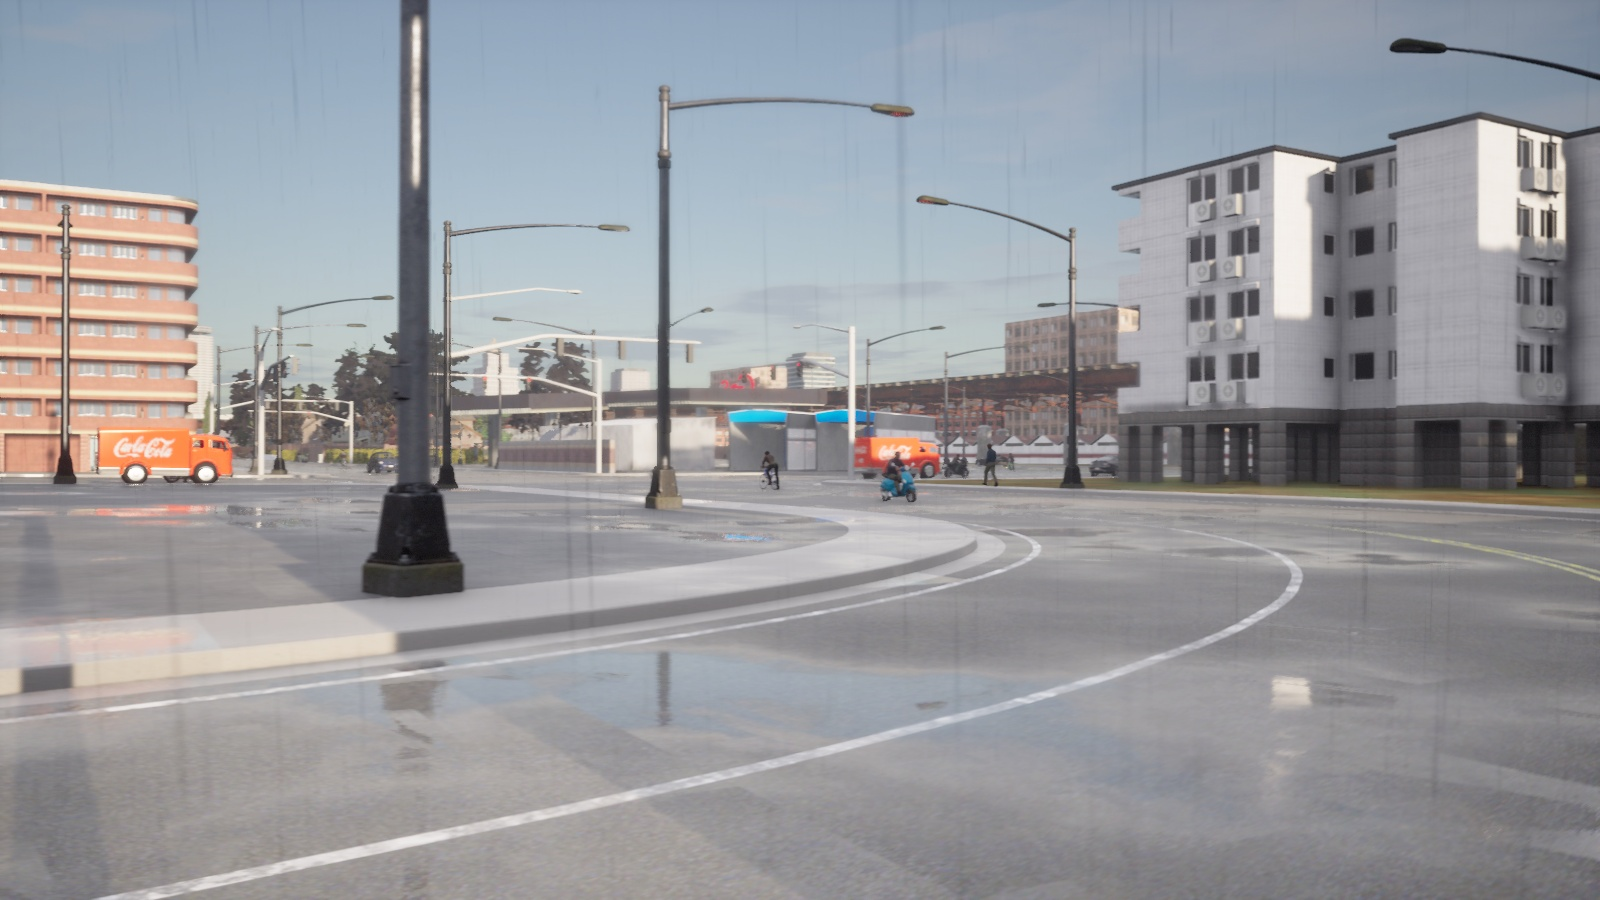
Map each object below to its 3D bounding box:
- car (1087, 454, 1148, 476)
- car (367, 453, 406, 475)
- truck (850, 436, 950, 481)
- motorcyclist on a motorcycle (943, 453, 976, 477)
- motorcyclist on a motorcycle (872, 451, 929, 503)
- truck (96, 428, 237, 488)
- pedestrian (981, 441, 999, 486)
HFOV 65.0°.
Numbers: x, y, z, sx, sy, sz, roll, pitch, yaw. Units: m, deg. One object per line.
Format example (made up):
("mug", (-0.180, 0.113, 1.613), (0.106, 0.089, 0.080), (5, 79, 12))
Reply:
("car", (21.341, 0.988, 84.263), (1.812, 1.442, 4.674), (0, 0, 45))
("car", (-30.881, 1.032, 93.686), (1.851, 1.617, 3.988), (0, 0, -32))
("truck", (5.797, 0.480, 72.669), (5.204, 2.467, 2.627), (0, 0, -31))
("motorcyclist on a motorcycle", (10.076, 0.959, 79.377), (2.044, 1.523, 0.797), (0, 0, -33))
("motorcyclist on a motorcycle", (3.092, 0.817, 38.786), (0.866, 1.590, 1.817), (0, 0, -32))
("truck", (-27.183, 0.373, 53.915), (5.204, 2.467, 2.627), (1, -1, -31))
("pedestrian", (7.869, 0.544, 51.968), (0.370, 1.835, 0.726), (0, 0, -28))
